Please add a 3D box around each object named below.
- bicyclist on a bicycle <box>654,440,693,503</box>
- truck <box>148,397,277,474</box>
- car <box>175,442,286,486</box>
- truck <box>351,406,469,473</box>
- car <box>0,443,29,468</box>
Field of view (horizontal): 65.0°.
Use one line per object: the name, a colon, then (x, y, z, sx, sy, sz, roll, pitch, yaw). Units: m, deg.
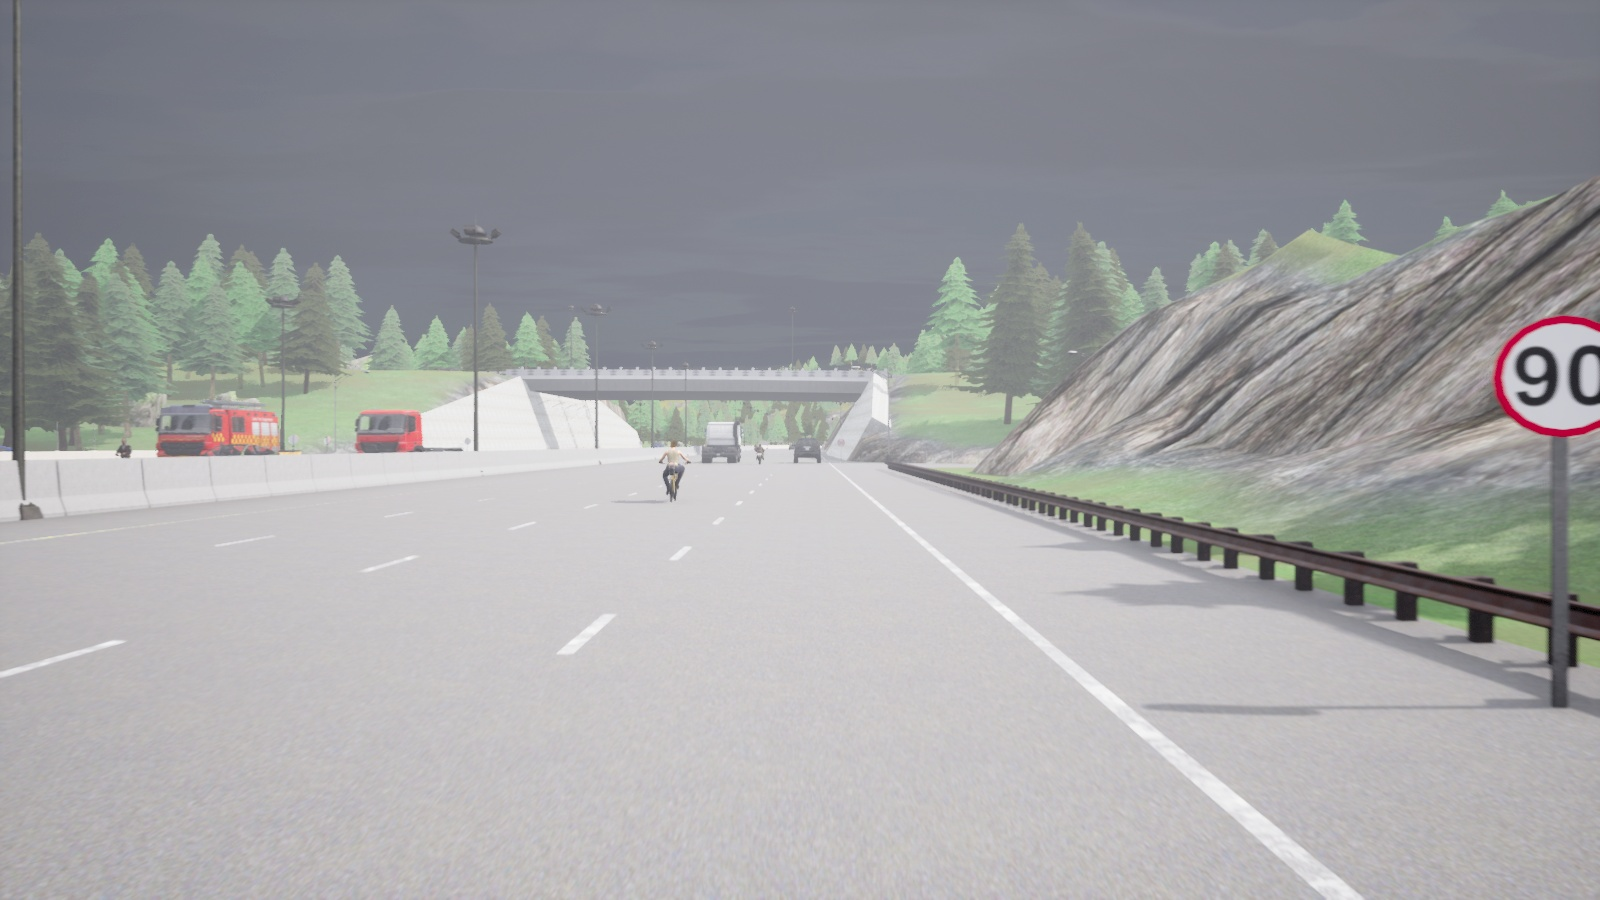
bicyclist on a bicycle: (-3.294, 0.541, 32.754, 0.866, 1.612, 1.509, 0, 0, 0)
truck: (-31.102, -0.729, 66.963, 2.891, 3.827, 8.468, 0, 0, 0)
car: (-20.723, 0.481, 45.919, 2.007, 1.525, 4.514, 0, 0, 0)
truck: (-21.242, -0.547, 68.993, 2.891, 3.462, 7.936, 0, 0, 10)
car: (-51.885, 0.343, 79.520, 5.008, 1.535, 1.882, 0, 0, -39)
